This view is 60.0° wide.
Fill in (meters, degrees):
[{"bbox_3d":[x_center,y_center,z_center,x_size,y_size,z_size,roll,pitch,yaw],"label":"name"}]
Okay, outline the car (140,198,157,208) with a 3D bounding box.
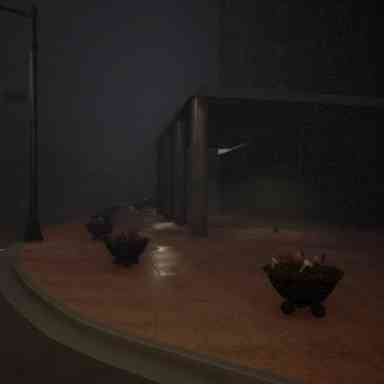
[{"bbox_3d":[-6.065,1.626,50.743,2.128,1.511,4.902,0,0,28],"label":"car"}]
